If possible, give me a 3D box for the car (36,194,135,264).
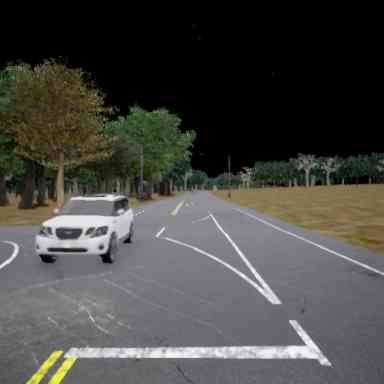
[{"bbox_3d":[-3.509,1.120,12.110,2.150,2.045,5.566,0,0,0],"label":"car"}]
